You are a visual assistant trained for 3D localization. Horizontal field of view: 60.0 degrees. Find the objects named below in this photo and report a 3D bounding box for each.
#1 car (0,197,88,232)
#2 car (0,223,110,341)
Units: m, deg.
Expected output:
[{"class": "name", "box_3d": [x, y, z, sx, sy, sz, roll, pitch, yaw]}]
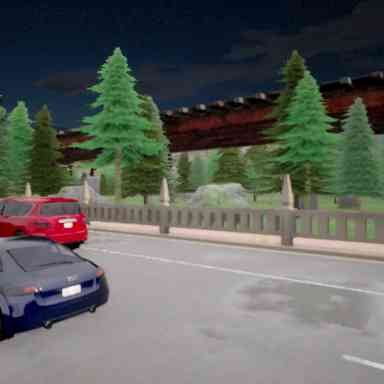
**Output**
[{"class": "car", "box_3d": [-6.385, 1.218, 12.845, 5.566, 2.045, 2.150, 0, 0, 35]}, {"class": "car", "box_3d": [-3.577, 1.562, 6.543, 4.181, 1.385, 1.994, 0, 0, 36]}]
